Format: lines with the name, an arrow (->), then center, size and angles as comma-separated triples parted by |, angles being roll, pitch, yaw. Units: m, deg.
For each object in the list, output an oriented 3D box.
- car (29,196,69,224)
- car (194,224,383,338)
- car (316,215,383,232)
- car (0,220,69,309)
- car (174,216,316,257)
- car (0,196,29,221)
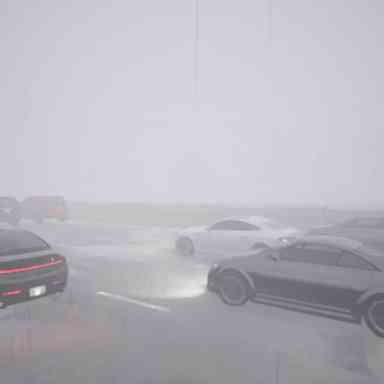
car -> -11.634, 1.308, 25.188 | 5.566, 2.045, 2.150 | 0, 0, 36
car -> 2.371, 1.570, 6.600 | 4.181, 1.385, 1.994 | 0, 0, 35
car -> 6.345, 1.571, 12.363 | 4.181, 1.385, 1.994 | 0, 0, 35
car -> -4.740, 1.534, 7.372 | 4.892, 1.490, 1.837 | 0, 0, 36
car -> 1.528, 1.545, 11.483 | 4.674, 1.442, 1.812 | 0, 0, 35
car -> -13.671, 1.308, 22.342 | 5.566, 2.045, 2.150 | 0, 0, 35
